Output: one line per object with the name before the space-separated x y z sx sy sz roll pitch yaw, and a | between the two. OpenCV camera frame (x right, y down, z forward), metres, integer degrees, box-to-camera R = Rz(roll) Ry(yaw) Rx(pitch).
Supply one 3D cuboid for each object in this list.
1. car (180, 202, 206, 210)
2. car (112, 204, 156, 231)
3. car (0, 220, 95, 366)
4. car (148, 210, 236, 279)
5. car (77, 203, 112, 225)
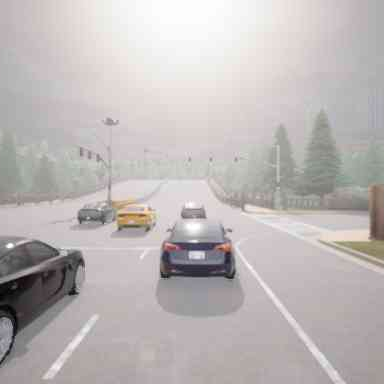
car | 0.096 1.547 26.361 2.128 1.511 4.902 0 0 0
car | -3.403 1.522 21.106 1.882 1.535 5.008 0 0 0
car | -3.398 1.490 5.725 1.882 1.535 5.008 0 0 0
car | 0.214 1.525 10.121 2.163 1.488 4.792 0 0 2
car | -6.905 1.544 24.586 2.128 1.511 4.902 0 0 0
